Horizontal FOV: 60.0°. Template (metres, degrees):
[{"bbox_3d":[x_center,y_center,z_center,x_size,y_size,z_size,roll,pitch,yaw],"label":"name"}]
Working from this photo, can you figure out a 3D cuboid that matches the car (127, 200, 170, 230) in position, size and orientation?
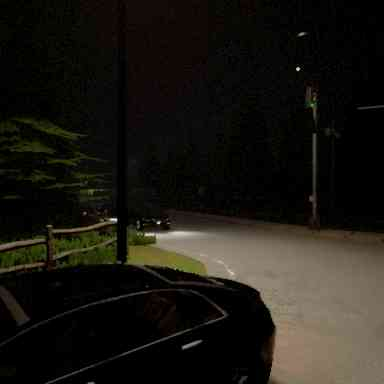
[{"bbox_3d":[-2.893,1.478,20.716,1.837,1.490,4.892,0,0,-25],"label":"car"}]

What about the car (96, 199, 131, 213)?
[{"bbox_3d":[-7.045,1.537,29.761,1.994,1.385,4.181,0,0,-24],"label":"car"}]

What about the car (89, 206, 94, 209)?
[{"bbox_3d":[-11.219,1.499,39.095,1.812,1.442,4.674,0,0,-24],"label":"car"}]

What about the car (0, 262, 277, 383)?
[{"bbox_3d":[-1.258,1.507,2.870,4.892,1.490,1.837,1,0,-40],"label":"car"}]
